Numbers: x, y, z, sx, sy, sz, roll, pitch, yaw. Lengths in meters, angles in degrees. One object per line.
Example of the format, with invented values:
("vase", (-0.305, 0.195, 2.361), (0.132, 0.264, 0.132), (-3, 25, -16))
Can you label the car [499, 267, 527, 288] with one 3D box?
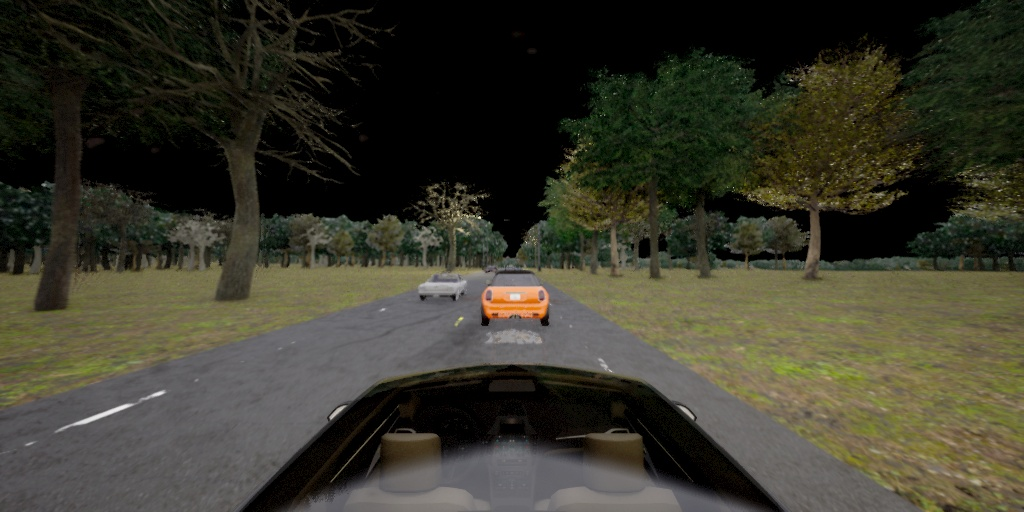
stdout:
("car", (0.101, 1.662, 29.507), (2.128, 1.511, 4.902), (0, -1, 0))

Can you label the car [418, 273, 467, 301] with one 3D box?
("car", (-3.599, 1.608, 19.255), (1.895, 1.301, 4.718), (0, -1, 0))

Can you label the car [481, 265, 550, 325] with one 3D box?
("car", (0.099, 1.261, 12.707), (2.097, 1.767, 4.553), (0, -1, 0))
